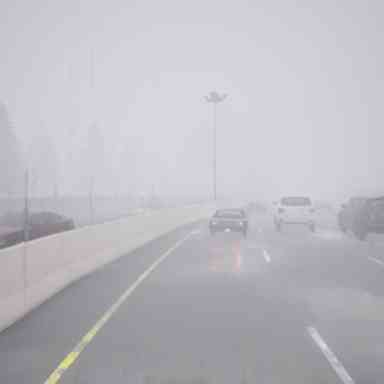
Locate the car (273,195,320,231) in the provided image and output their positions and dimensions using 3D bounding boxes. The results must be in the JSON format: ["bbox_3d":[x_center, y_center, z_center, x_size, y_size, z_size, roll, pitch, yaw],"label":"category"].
[{"bbox_3d":[6.297,1.183,20.728,2.150,2.045,5.566,0,0,13],"label":"car"}]

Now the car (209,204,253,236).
[{"bbox_3d":[2.167,1.552,18.267,1.895,1.301,4.718,0,0,11],"label":"car"}]

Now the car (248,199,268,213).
[{"bbox_3d":[6.862,1.444,35.300,1.812,1.442,4.674,0,0,17],"label":"car"}]

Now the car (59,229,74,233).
[{"bbox_3d":[-6.133,1.414,12.021,1.882,1.535,5.008,0,0,8],"label":"car"}]

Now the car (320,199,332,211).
[{"bbox_3d":[15.675,1.540,40.201,1.895,1.301,4.718,0,0,17],"label":"car"}]

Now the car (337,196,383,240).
[{"bbox_3d":[8.961,1.206,16.673,2.150,2.045,5.566,0,0,11],"label":"car"}]
